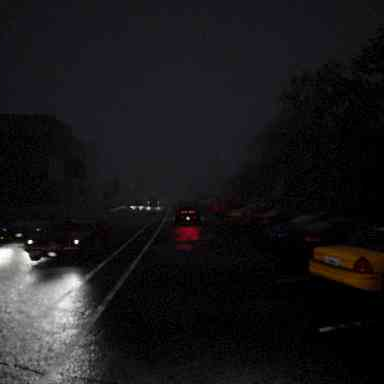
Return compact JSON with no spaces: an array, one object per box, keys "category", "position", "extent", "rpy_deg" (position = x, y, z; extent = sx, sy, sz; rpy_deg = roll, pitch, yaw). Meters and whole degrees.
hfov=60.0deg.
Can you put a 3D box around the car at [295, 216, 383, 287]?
[{"category":"car","position":[5.441,1.513,8.157],"extent":[5.366,1.575,1.946],"rpy_deg":[1,0,-21]}]

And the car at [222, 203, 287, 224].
[{"category":"car","position":[4.862,1.587,25.871],"extent":[4.674,1.452,2.002],"rpy_deg":[1,0,-22]}]

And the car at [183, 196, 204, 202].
[{"category":"car","position":[0.455,1.823,85.138],"extent":[4.792,1.488,2.163],"rpy_deg":[1,0,-27]}]

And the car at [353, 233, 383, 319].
[{"category":"car","position":[5.285,1.504,5.122],"extent":[5.008,1.535,2.097],"rpy_deg":[1,0,-21]}]

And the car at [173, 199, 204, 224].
[{"category":"car","position":[-0.360,1.567,25.234],"extent":[1.837,1.490,4.892],"rpy_deg":[0,0,-2]}]

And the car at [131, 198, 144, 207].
[{"category":"car","position":[-9.264,1.758,57.276],"extent":[2.033,1.411,5.357],"rpy_deg":[0,0,-4]}]

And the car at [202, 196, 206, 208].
[{"category":"car","position":[4.207,1.595,40.708],"extent":[4.892,1.521,2.231],"rpy_deg":[1,0,-23]}]

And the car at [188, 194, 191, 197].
[{"category":"car","position":[2.247,1.735,67.380],"extent":[5.008,1.535,2.097],"rpy_deg":[1,-1,-25]}]

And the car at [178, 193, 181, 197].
[{"category":"car","position":[-0.293,1.493,91.009],"extent":[5.566,2.045,2.435],"rpy_deg":[0,1,-27]}]

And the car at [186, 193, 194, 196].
[{"category":"car","position":[1.723,1.647,73.303],"extent":[4.553,1.767,2.185],"rpy_deg":[1,0,-26]}]

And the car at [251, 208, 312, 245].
[{"category":"car","position":[5.155,1.565,14.009],"extent":[4.674,1.452,2.002],"rpy_deg":[0,0,-21]}]

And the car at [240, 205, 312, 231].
[{"category":"car","position":[5.114,1.570,16.964],"extent":[4.674,1.452,2.002],"rpy_deg":[1,0,-22]}]

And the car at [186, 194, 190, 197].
[{"category":"car","position":[2.147,1.753,70.419],"extent":[5.366,1.575,1.946],"rpy_deg":[1,-1,-26]}]

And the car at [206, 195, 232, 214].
[{"category":"car","position":[4.661,1.312,31.824],"extent":[5.566,2.045,2.435],"rpy_deg":[1,-1,-23]}]

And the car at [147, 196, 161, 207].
[{"category":"car","position":[-6.296,1.544,55.021],"extent":[2.097,1.767,4.553],"rpy_deg":[0,0,-4]}]

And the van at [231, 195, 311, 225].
[{"category":"van","position":[4.939,1.307,19.887],"extent":[4.442,1.987,1.878],"rpy_deg":[1,0,-22]}]

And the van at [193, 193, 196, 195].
[{"category":"van","position":[3.116,1.457,58.554],"extent":[4.442,1.987,1.878],"rpy_deg":[1,-1,-25]}]

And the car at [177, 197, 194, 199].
[{"category":"car","position":[-1.140,1.683,42.243],"extent":[1.994,1.385,4.181],"rpy_deg":[0,0,-3]}]

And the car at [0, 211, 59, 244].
[{"category":"car","position":[-7.246,1.612,15.868],"extent":[1.994,1.385,4.181],"rpy_deg":[0,0,-1]}]

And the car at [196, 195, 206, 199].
[{"category":"car","position":[3.650,1.633,49.609],"extent":[5.008,1.535,2.097],"rpy_deg":[1,-1,-24]}]

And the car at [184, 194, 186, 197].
[{"category":"car","position":[1.391,1.789,76.251],"extent":[5.008,1.535,2.097],"rpy_deg":[1,-1,-26]}]

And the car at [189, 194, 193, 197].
[{"category":"car","position":[2.526,1.717,64.415],"extent":[5.008,1.535,2.097],"rpy_deg":[1,0,-25]}]

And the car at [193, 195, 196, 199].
[{"category":"car","position":[3.244,1.664,55.532],"extent":[5.008,1.535,2.097],"rpy_deg":[1,0,-24]}]

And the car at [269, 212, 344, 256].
[{"category":"car","position":[5.219,1.560,11.062],"extent":[4.674,1.452,2.002],"rpy_deg":[1,0,-21]}]

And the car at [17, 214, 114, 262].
[{"category":"car","position":[-4.376,1.641,12.547],"extent":[1.895,1.301,4.718],"rpy_deg":[0,0,-1]}]

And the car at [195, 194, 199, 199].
[{"category":"car","position":[3.421,1.522,52.565],"extent":[4.553,1.767,2.185],"rpy_deg":[1,-1,-24]}]

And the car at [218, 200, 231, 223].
[{"category":"car","position":[4.786,1.535,22.831],"extent":[5.366,1.575,1.946],"rpy_deg":[1,0,-22]}]

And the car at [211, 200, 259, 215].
[{"category":"car","position":[4.502,1.613,34.773],"extent":[4.674,1.452,2.002],"rpy_deg":[1,0,-23]}]

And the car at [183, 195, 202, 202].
[{"category":"car","position":[0.060,1.648,88.061],"extent":[4.553,1.767,2.185],"rpy_deg":[0,0,-27]}]

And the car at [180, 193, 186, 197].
[{"category":"car","position":[0.792,1.551,82.182],"extent":[5.566,2.045,2.435],"rpy_deg":[1,0,-27]}]

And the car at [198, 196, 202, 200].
[{"category":"car","position":[3.820,1.649,46.630],"extent":[4.792,1.488,2.163],"rpy_deg":[1,0,-24]}]
